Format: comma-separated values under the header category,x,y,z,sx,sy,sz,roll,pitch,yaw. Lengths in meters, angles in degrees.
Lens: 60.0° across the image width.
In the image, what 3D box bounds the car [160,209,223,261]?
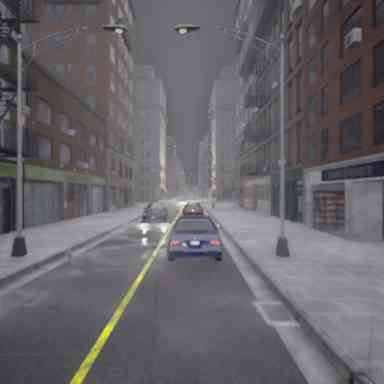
category,x,y,z,sx,sy,sz,roll,pitch,yaw
car,0.094,1.585,12.458,2.033,1.411,5.357,0,0,0

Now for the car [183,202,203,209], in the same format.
category,x,y,z,sx,sy,sz,roll,pitch,yaw
car,0.094,1.661,32.403,1.994,1.385,4.181,0,0,0

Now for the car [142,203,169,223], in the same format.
category,x,y,z,sx,sy,sz,roll,pitch,yaw
car,-2.852,1.606,26.831,1.812,1.442,4.674,0,0,0
